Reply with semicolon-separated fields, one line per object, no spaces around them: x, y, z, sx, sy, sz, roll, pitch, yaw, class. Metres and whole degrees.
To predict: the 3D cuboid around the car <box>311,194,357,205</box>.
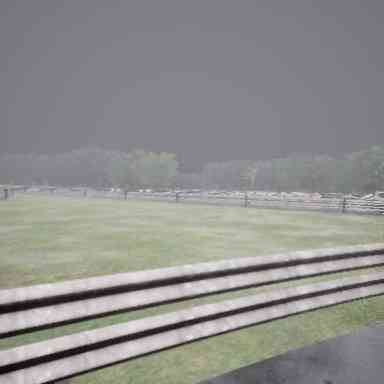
17.346;1.186;41.182;4.718;1.301;1.895;2;2;40;car

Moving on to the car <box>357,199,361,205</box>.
19.564;1.050;43.888;5.008;1.535;1.882;2;2;40;car

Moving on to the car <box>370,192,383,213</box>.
21.090;1.042;33.486;5.566;2.045;2.150;2;2;40;car
